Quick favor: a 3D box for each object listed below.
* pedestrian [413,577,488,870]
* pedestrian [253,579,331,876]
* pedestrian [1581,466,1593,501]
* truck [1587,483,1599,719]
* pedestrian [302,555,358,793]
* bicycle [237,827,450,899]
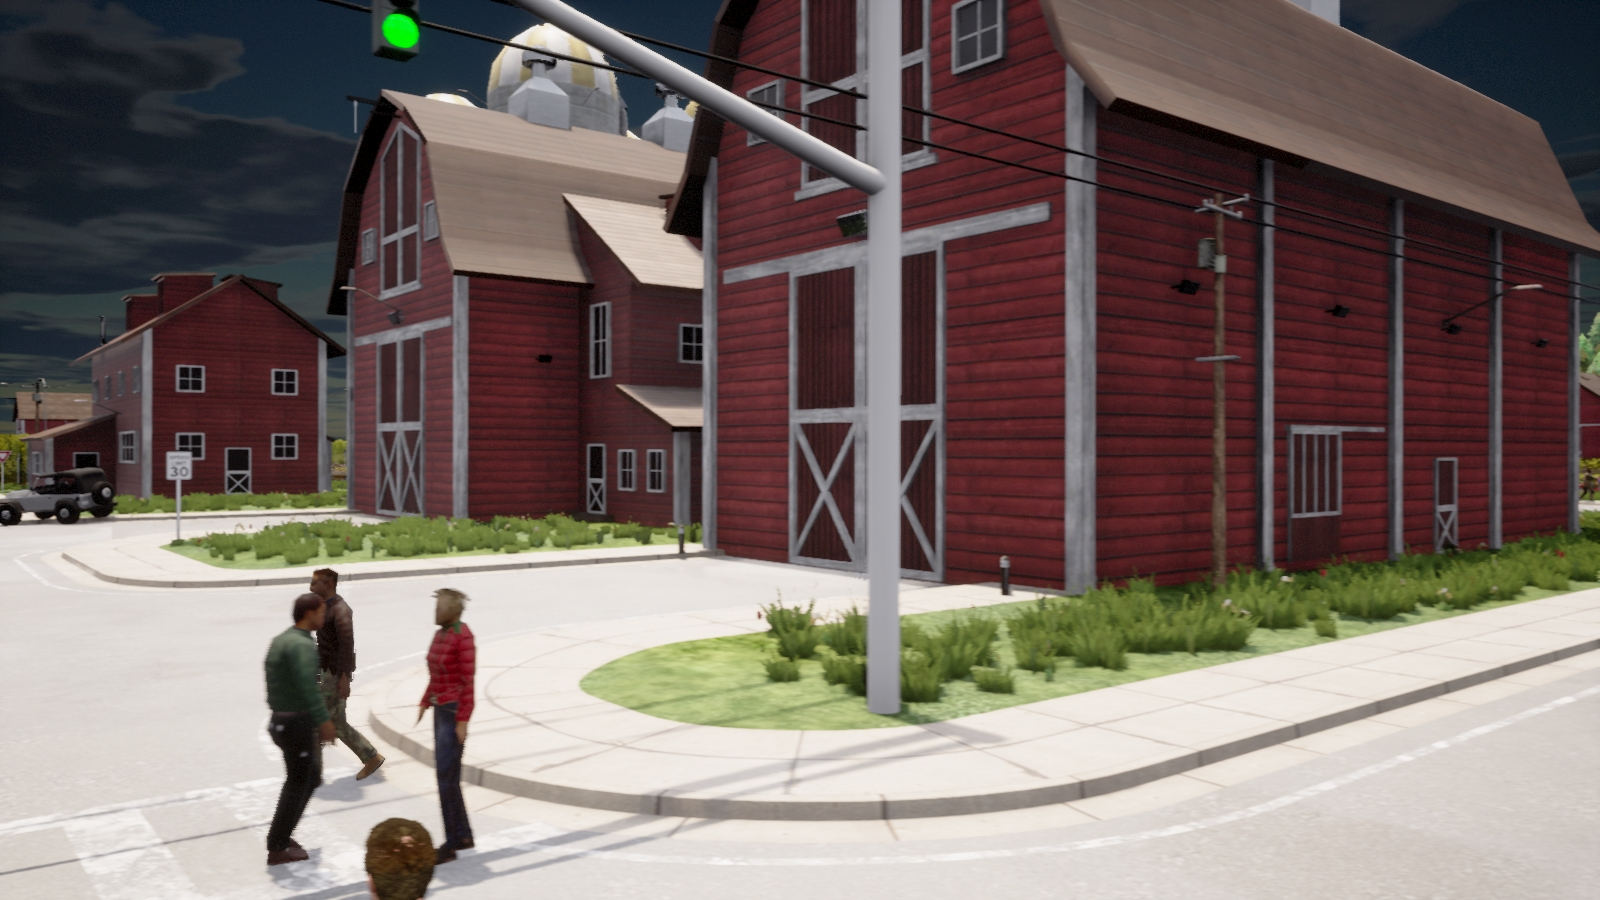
[{"bbox_3d":[-2.374,1.821,7.756,0.375,1.860,0.375,0,0,-38],"label":"pedestrian"},{"bbox_3d":[-3.403,1.821,7.652,0.375,1.860,0.375,0,0,-44],"label":"pedestrian"},{"bbox_3d":[41.864,1.798,60.756,0.375,1.860,0.375,0,0,-18],"label":"pedestrian"},{"bbox_3d":[11.161,1.593,12.653,5.204,2.467,2.627,0,0,-38],"label":"truck"},{"bbox_3d":[-3.875,1.821,9.413,0.375,1.860,0.375,0,0,-30],"label":"pedestrian"},{"bbox_3d":[-1.153,2.038,3.160,0.373,1.496,1.643,0,0,-39],"label":"bicycle"}]
